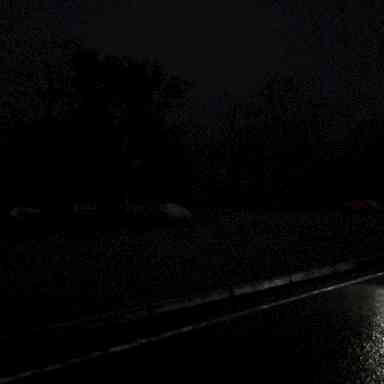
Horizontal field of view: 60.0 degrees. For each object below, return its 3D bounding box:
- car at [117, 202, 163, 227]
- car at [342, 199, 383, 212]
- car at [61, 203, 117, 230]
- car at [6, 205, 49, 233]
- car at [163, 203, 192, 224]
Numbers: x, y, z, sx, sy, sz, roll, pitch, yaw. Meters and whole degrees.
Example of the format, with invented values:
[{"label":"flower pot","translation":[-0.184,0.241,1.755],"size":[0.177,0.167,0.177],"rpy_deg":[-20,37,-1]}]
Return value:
[{"label":"car","translation":[-4.397,1.507,23.406],"size":[2.097,1.535,5.008],"rpy_deg":[0,0,-35]},{"label":"car","translation":[21.377,1.698,41.747],"size":[2.097,1.535,5.008],"rpy_deg":[0,0,-35]},{"label":"car","translation":[-7.056,1.489,21.498],"size":[2.231,1.521,4.892],"rpy_deg":[0,0,-35]},{"label":"car","translation":[-9.727,1.509,19.600],"size":[2.002,1.452,4.674],"rpy_deg":[0,0,-35]},{"label":"car","translation":[-1.828,1.566,25.226],"size":[2.002,1.452,4.674],"rpy_deg":[0,0,-35]}]
